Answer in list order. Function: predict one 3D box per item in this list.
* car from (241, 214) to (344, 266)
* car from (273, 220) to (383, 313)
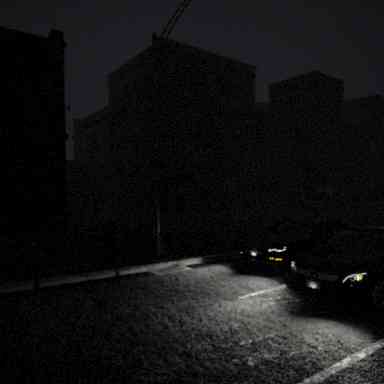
[{"bbox_3d":[3.732,1.533,10.957,4.892,1.490,1.837,0,0,-36],"label":"car"},{"bbox_3d":[4.248,1.551,7.871,4.674,1.442,1.812,0,0,-36],"label":"car"}]
